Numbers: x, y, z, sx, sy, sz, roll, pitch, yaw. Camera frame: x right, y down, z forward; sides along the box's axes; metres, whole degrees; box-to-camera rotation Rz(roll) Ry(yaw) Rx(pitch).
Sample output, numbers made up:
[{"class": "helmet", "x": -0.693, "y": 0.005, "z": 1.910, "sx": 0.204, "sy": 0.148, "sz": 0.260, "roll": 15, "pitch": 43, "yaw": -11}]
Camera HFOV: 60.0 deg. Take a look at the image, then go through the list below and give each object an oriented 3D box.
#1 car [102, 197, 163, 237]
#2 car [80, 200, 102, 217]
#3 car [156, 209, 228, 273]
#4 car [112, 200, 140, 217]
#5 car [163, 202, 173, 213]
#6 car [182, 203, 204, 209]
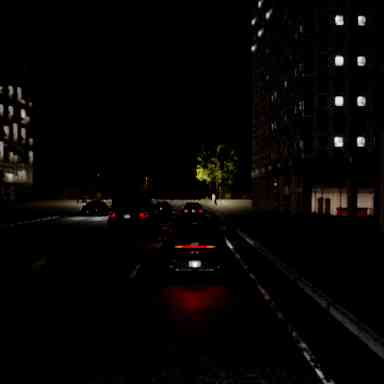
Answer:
[{"class": "car", "x": -3.147, "y": 1.298, "z": 18.834, "sx": 2.150, "sy": 2.045, "sz": 5.566, "roll": 0, "pitch": 0, "yaw": 0}, {"class": "car", "x": -9.839, "y": 1.638, "z": 33.751, "sx": 1.837, "sy": 1.490, "sz": 4.892, "roll": 0, "pitch": 0, "yaw": 0}, {"class": "car", "x": 0.085, "y": 1.551, "z": 10.791, "sx": 1.837, "sy": 1.490, "sz": 4.892, "roll": 0, "pitch": 0, "yaw": 0}, {"class": "car", "x": -6.589, "y": 1.638, "z": 33.765, "sx": 1.837, "sy": 1.490, "sz": 4.892, "roll": 0, "pitch": 0, "yaw": 0}, {"class": "car", "x": -3.143, "y": 1.704, "z": 35.795, "sx": 1.994, "sy": 1.385, "sz": 4.181, "roll": 0, "pitch": 0, "yaw": 0}, {"class": "car", "x": 0.105, "y": 1.668, "z": 30.423, "sx": 2.033, "sy": 1.411, "sz": 5.357, "roll": 0, "pitch": 0, "yaw": 0}]
